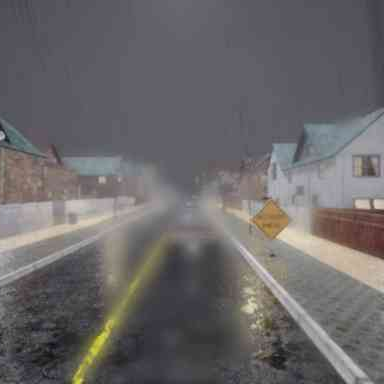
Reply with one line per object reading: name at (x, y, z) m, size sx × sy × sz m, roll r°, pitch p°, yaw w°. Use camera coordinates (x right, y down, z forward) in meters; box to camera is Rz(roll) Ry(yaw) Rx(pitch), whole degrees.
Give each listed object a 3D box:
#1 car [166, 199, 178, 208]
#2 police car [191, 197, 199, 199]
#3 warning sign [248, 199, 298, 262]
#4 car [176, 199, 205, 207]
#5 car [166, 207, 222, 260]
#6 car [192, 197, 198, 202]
car at (-2.840, 1.762, 49.656) m, size 1.837 × 1.490 × 4.892 m, roll 0°, pitch 0°, yaw 0°
police car at (0.808, 2.003, 84.566) m, size 1.930 × 1.638 × 5.238 m, roll 0°, pitch -1°, yaw 0°
warning sign at (2.506, 1.154, 10.463) m, size 1.300 × 1.860 × 1.060 m, roll -1°, pitch -1°, yaw 0°
car at (0.064, 1.616, 27.949) m, size 2.128 × 1.511 × 4.902 m, roll 0°, pitch 0°, yaw 0°
car at (0.065, 1.541, 12.680) m, size 2.128 × 1.511 × 4.902 m, roll 0°, pitch 0°, yaw 0°
car at (0.807, 2.208, 94.455) m, size 1.812 × 1.442 × 4.674 m, roll 0°, pitch -1°, yaw 0°
